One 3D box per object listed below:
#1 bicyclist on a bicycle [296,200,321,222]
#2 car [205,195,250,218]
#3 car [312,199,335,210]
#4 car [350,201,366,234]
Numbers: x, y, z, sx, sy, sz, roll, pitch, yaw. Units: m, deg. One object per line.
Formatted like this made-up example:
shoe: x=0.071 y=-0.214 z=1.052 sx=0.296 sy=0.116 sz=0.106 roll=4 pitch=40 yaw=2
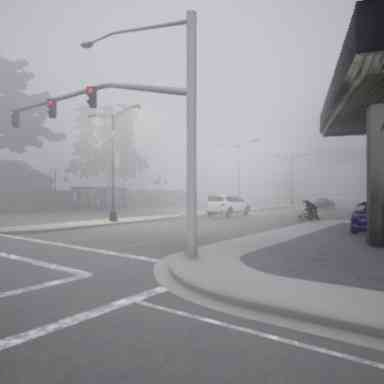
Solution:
bicyclist on a bicycle: x=8.931 y=1.405 z=25.128 sx=0.582 sy=1.620 sz=1.656 roll=0 pitch=-9 yaw=-36
car: x=3.373 y=1.259 z=30.811 sx=2.150 sy=2.045 sz=5.566 roll=0 pitch=0 yaw=36
car: x=17.444 y=1.577 z=44.134 sx=2.033 sy=1.411 sz=5.357 roll=0 pitch=0 yaw=37
car: x=9.811 y=1.300 z=17.473 sx=2.242 sy=1.667 sz=4.611 roll=0 pitch=0 yaw=37
